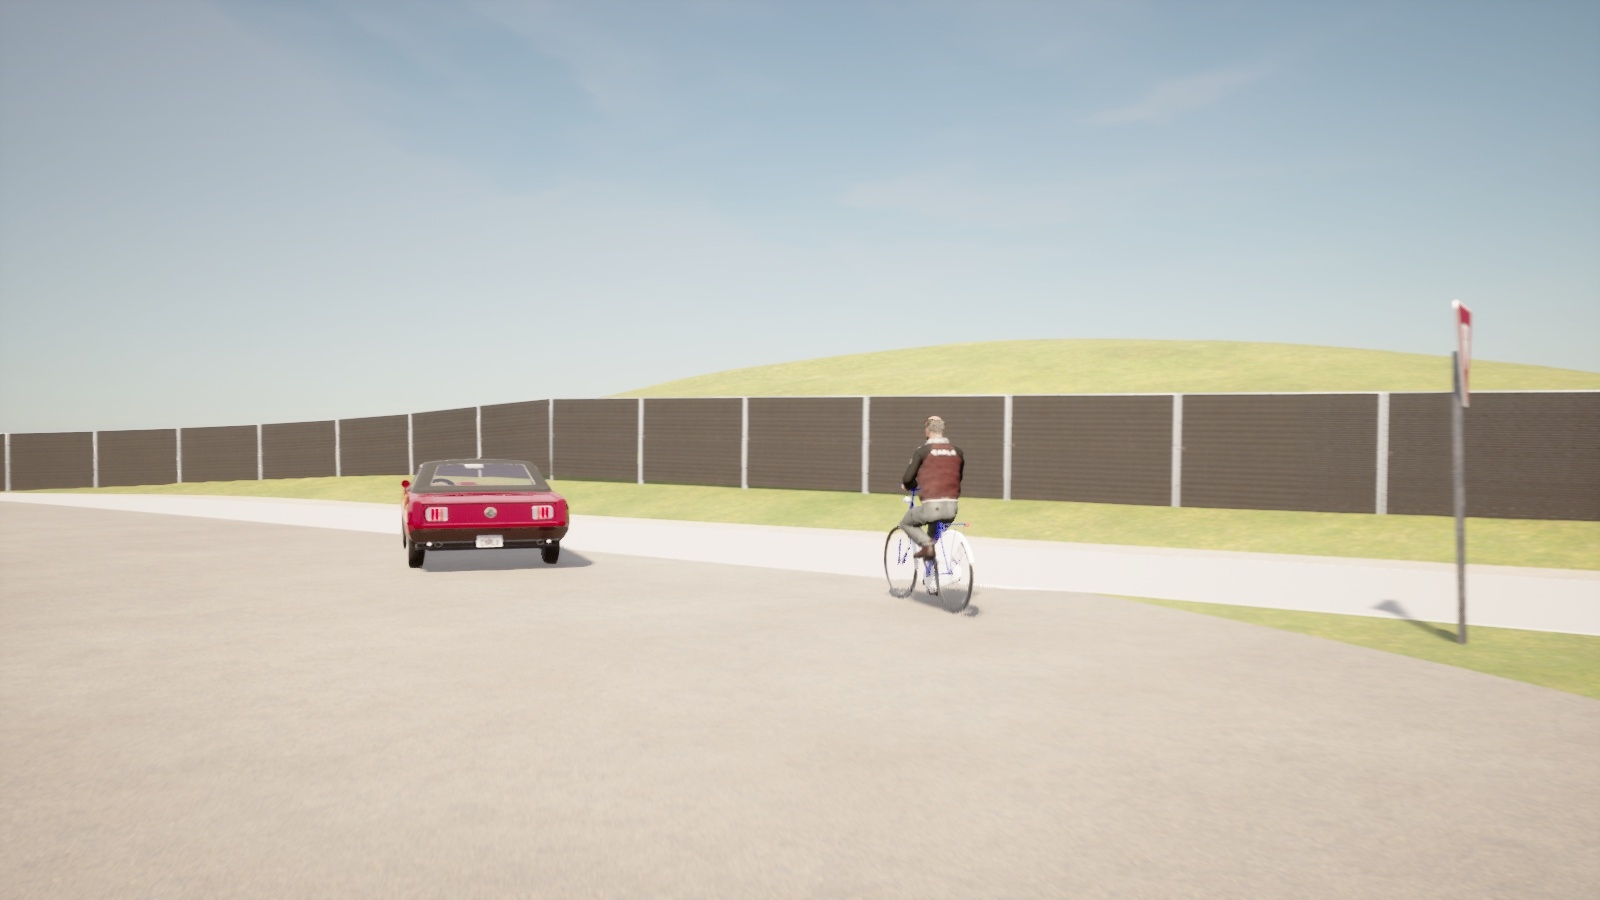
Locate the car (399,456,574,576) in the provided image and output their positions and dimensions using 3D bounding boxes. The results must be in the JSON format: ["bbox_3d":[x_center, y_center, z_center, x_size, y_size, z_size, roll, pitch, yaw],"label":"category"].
[{"bbox_3d":[-4.318,0.757,16.749,1.895,1.301,4.718,0,0,-19],"label":"car"}]

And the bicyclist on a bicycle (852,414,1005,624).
[{"bbox_3d":[1.142,0.576,11.600,0.659,1.776,1.843,0,0,-20],"label":"bicyclist on a bicycle"}]
